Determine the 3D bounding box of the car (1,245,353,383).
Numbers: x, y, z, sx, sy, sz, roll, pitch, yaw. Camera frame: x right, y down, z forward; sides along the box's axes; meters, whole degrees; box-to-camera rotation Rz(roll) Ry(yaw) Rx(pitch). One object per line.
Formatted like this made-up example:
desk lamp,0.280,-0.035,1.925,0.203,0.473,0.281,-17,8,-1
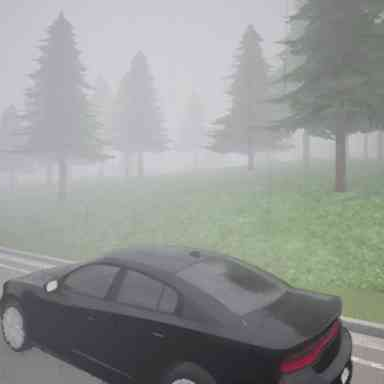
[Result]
car,-0.636,1.472,4.444,5.008,1.535,1.882,0,0,36
